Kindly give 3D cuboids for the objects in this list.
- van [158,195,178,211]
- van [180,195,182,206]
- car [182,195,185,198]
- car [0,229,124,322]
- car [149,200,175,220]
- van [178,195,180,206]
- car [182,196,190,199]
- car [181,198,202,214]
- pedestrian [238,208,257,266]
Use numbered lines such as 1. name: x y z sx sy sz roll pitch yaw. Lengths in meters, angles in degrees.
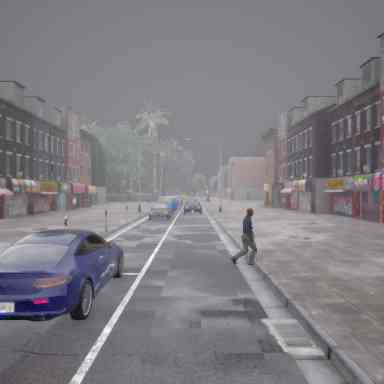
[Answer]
1. van: -2.643 1.368 33.607 1.690 1.788 3.998 0 0 0
2. van: -2.644 1.387 44.536 1.690 1.788 3.998 0 0 0
3. car: -2.646 1.617 55.464 2.008 1.369 4.403 0 0 0
4. car: -2.751 1.526 7.174 1.812 1.442 4.674 0 0 0
5. car: -2.642 1.599 28.142 1.802 1.307 4.206 0 0 0
6. van: -2.644 1.377 39.071 1.690 1.788 3.998 0 0 0
7. car: 0.031 1.612 46.100 1.994 1.385 4.181 0 0 1
8. car: 0.086 1.631 36.056 1.895 1.301 4.718 0 0 0
9. pedestrian: 1.675 1.294 10.009 0.375 1.860 0.375 0 0 0
